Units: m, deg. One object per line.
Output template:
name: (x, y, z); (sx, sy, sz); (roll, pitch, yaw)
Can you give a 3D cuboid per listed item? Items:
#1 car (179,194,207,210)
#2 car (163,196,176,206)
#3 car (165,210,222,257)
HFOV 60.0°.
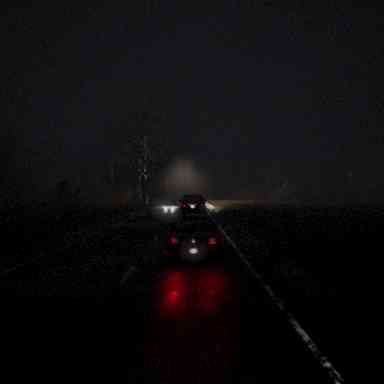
car: (0.071, 1.204, 28.111); (2.150, 2.045, 5.566); (0, 0, 0)
car: (-3.554, 1.462, 53.574); (2.128, 1.511, 4.902); (0, 0, 0)
car: (0.066, 1.591, 12.874); (1.895, 1.301, 4.718); (0, 0, 0)
